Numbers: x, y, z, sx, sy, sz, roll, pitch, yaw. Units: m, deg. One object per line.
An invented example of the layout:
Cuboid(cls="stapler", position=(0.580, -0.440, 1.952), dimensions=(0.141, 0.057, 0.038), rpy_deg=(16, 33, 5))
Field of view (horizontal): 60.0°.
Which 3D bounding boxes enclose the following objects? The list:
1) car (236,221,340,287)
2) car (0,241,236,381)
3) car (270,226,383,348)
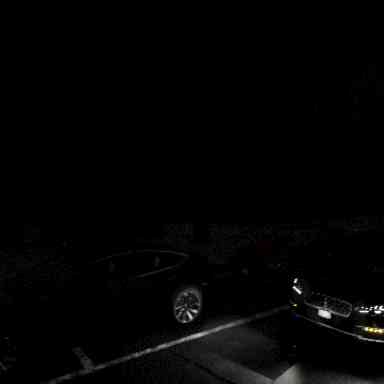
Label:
Cuboid(cls="car", position=(3.010, 1.497, 8.688), dimensions=(4.507, 1.381, 1.887), rpy_deg=(0, 0, -36))
Cuboid(cls="car", position=(-1.587, 1.554, 5.406), dimensions=(4.313, 1.339, 1.947), rpy_deg=(0, 0, -36))
Cuboid(cls="car", position=(3.851, 1.462, 6.127), dimensions=(4.892, 1.490, 1.837), rpy_deg=(0, 0, -36))
